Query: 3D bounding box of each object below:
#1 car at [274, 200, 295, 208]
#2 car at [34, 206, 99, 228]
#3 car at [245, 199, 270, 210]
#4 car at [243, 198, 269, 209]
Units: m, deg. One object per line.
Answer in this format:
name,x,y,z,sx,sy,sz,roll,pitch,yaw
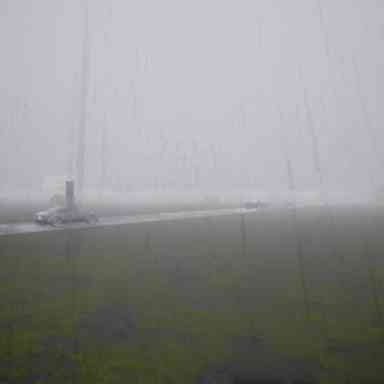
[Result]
car,15.459,1.927,55.221,1.895,1.301,4.718,0,0,37
car,-8.562,1.624,22.951,1.994,1.385,4.181,0,-1,37
car,9.223,1.743,46.767,1.882,1.535,5.008,0,0,37
car,10.249,1.798,52.828,2.128,1.511,4.902,0,0,37
